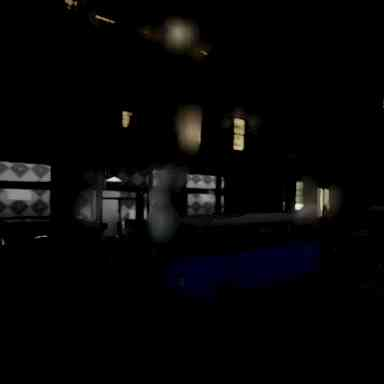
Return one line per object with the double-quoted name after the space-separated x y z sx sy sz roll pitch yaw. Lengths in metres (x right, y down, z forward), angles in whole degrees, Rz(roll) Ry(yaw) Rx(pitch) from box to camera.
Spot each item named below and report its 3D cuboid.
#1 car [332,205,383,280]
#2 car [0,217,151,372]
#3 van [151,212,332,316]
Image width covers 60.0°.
5.491 1.380 10.450 5.009 1.841 2.192 0 1 -35 "car"
-3.315 1.313 4.172 5.009 1.841 2.192 0 1 -35 "car"
1.088 1.373 7.311 3.998 1.788 1.690 0 1 -35 "van"
